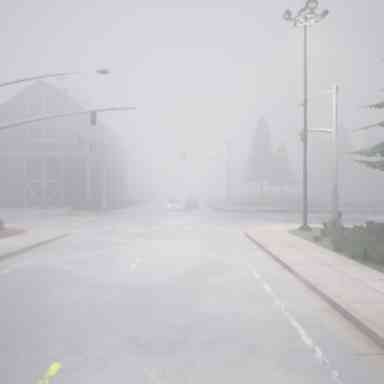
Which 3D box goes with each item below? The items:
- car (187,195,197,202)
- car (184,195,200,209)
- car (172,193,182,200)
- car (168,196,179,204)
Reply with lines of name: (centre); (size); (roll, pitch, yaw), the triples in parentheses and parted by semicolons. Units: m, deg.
car: (-0.004, 1.352, 68.884); (2.033, 1.411, 5.357); (0, 0, 0)
car: (-0.002, 1.421, 43.418); (2.128, 1.511, 4.902); (0, 0, 0)
car: (-3.505, 1.011, 78.617); (2.128, 1.511, 4.902); (0, 0, 0)
car: (-3.523, 1.497, 62.986); (1.895, 1.301, 4.718); (0, 0, 1)
